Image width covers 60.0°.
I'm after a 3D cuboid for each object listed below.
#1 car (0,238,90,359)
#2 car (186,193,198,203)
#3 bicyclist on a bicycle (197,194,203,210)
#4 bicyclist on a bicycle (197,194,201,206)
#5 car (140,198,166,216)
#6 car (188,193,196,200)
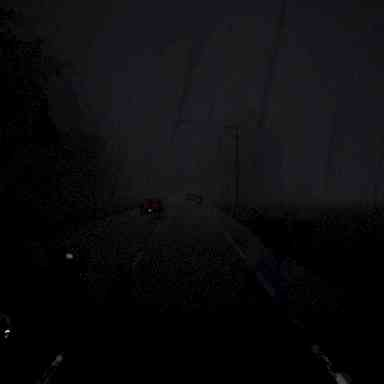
[{"bbox_3d":[-3.405,1.508,5.675,2.033,1.411,5.357,0,0,0],"label":"car"},{"bbox_3d":[-0.022,0.954,58.862,2.097,1.767,4.553,0,0,0],"label":"car"},{"bbox_3d":[0.936,1.118,37.273,0.659,1.776,1.843,0,1,0],"label":"bicyclist on a bicycle"},{"bbox_3d":[0.928,1.141,46.064,0.582,1.620,1.656,0,0,0],"label":"bicyclist on a bicycle"},{"bbox_3d":[-3.425,1.290,29.665,2.128,1.511,4.902,0,0,0],"label":"car"},{"bbox_3d":[-0.060,0.993,75.445,1.837,1.490,4.892,0,0,0],"label":"car"}]
